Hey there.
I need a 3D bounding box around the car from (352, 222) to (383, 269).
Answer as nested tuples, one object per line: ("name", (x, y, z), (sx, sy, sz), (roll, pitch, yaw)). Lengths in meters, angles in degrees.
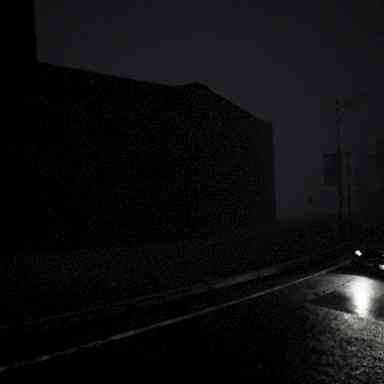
("car", (6.971, 1.673, 10.944), (2.033, 1.411, 5.357), (-1, -2, 42))
